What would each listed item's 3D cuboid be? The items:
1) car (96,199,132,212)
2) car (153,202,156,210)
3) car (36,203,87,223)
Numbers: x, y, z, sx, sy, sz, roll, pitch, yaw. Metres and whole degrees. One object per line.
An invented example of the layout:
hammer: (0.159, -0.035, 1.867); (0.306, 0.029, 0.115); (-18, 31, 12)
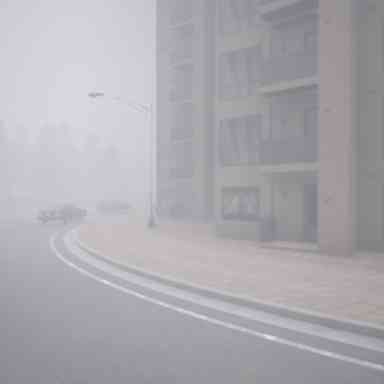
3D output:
car: (-9.145, 1.534, 39.274); (2.128, 1.511, 4.902); (0, 0, 28)
car: (-3.153, 1.581, 42.366); (1.812, 1.442, 4.674); (0, 0, 34)
car: (-9.838, 1.571, 25.523); (2.033, 1.411, 5.357); (0, 0, 3)
